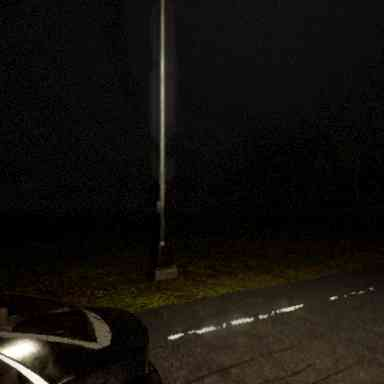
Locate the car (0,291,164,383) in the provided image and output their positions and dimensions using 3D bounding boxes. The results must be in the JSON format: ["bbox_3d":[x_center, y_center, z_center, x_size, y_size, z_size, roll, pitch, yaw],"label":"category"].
[{"bbox_3d":[-2.555,1.542,1.986,4.892,1.490,1.837,1,-1,-31],"label":"car"}]
